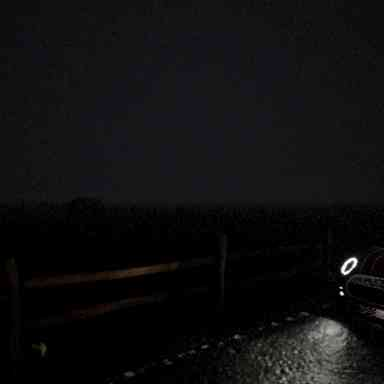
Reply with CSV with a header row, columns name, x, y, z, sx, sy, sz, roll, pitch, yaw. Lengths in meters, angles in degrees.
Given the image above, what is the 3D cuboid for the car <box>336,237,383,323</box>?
name,x,y,z,sx,sy,sz,roll,pitch,yaw
car,4.852,1.349,6.531,4.553,1.767,2.097,0,0,-36
